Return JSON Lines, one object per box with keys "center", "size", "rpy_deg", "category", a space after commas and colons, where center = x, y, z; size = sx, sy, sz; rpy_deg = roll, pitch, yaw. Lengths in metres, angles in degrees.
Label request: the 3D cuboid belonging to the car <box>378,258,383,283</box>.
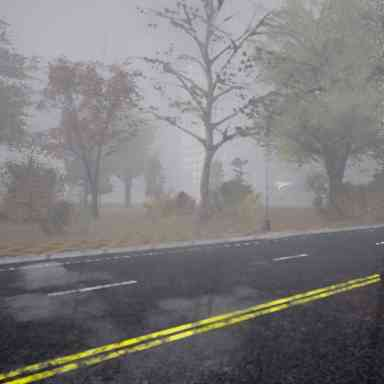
{"center": [6.790, 1.684, 8.377], "size": [5.357, 1.411, 2.033], "rpy_deg": [1, -1, -35], "category": "car"}
